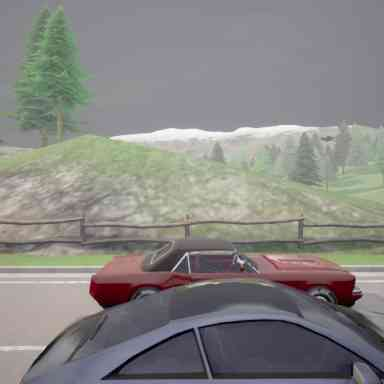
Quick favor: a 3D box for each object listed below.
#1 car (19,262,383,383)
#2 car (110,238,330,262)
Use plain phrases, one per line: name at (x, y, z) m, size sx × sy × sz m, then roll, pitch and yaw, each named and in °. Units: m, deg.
car at (0.698, 1.564, 2.973) m, size 4.181 × 1.385 × 1.994 m, roll 0°, pitch 0°, yaw 0°
car at (0.612, 1.601, 6.471) m, size 4.718 × 1.301 × 1.895 m, roll 0°, pitch 0°, yaw -1°
